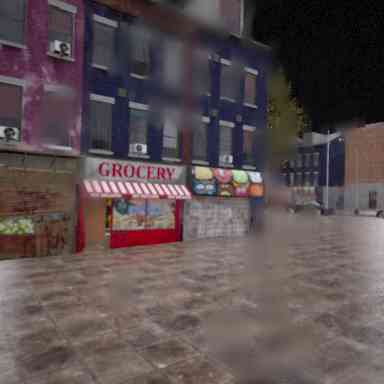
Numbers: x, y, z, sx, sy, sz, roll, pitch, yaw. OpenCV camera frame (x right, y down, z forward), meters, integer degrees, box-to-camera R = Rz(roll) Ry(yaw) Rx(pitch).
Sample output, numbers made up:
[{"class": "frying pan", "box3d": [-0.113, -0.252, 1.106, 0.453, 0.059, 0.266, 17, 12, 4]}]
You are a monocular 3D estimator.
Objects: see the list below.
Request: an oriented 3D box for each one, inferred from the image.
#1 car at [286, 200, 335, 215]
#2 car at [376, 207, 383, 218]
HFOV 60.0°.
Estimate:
[{"class": "car", "box3d": [11.911, 1.578, 33.618, 1.882, 1.535, 5.008, 2, -2, -35]}, {"class": "car", "box3d": [17.001, 1.602, 26.356, 1.994, 1.385, 4.181, 2, -2, -35]}]
